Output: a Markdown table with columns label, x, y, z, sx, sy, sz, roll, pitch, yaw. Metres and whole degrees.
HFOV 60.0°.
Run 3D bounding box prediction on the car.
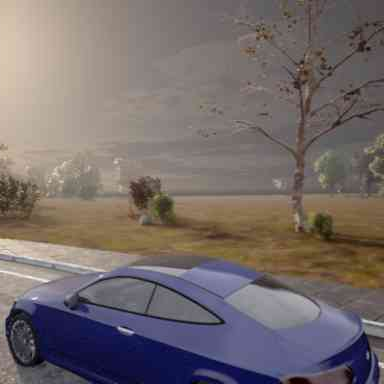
| label | x | y | z | sx | sy | sz | roll | pitch | yaw |
| --- | --- | --- | --- | --- | --- | --- | --- | --- | --- |
| car | -0.377 | 1.517 | 4.093 | 4.674 | 1.442 | 1.812 | 0 | 0 | 34 |
